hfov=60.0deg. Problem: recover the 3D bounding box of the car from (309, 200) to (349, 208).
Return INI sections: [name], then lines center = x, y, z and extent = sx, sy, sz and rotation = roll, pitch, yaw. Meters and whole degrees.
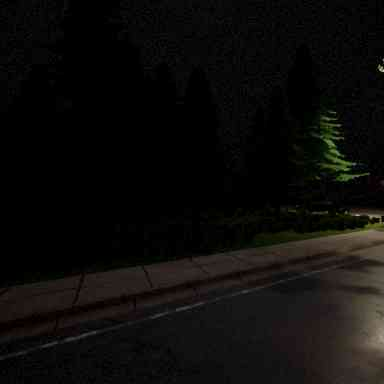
[car]
center = 13.625, 1.576, 34.920
extent = 2.033, 1.411, 5.357
rotation = 0, 0, -38
